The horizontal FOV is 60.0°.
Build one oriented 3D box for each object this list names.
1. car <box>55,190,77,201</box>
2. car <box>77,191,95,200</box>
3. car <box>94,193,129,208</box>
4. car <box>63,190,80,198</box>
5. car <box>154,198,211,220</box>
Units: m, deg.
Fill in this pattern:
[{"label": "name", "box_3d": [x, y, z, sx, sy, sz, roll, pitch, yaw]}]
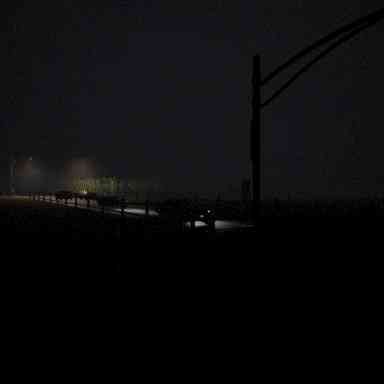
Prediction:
[{"label": "car", "box_3d": [-20.011, 0.510, 52.094, 1.882, 1.535, 5.008, 0, 1, -35]}, {"label": "car", "box_3d": [-16.662, 0.602, 53.592, 2.033, 1.411, 5.357, 0, 1, -35]}, {"label": "car", "box_3d": [-8.334, 0.996, 35.142, 1.895, 1.301, 4.718, 0, 1, -35]}, {"label": "car", "box_3d": [-22.528, 0.355, 62.022, 1.882, 1.535, 5.008, 0, 1, -35]}, {"label": "car", "box_3d": [-0.846, 1.179, 24.374, 2.033, 1.411, 5.357, 0, 1, -35]}]
